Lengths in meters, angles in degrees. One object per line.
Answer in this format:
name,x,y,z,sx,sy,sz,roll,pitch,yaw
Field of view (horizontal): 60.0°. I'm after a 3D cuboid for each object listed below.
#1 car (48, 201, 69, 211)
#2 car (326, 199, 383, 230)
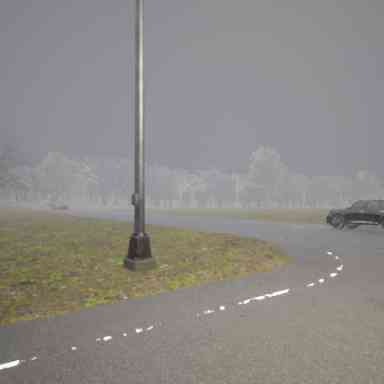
car,-22.454,2.489,56.543,2.033,1.411,5.357,2,-2,-33
car,11.515,1.462,21.284,2.150,2.045,5.566,3,-3,-36
